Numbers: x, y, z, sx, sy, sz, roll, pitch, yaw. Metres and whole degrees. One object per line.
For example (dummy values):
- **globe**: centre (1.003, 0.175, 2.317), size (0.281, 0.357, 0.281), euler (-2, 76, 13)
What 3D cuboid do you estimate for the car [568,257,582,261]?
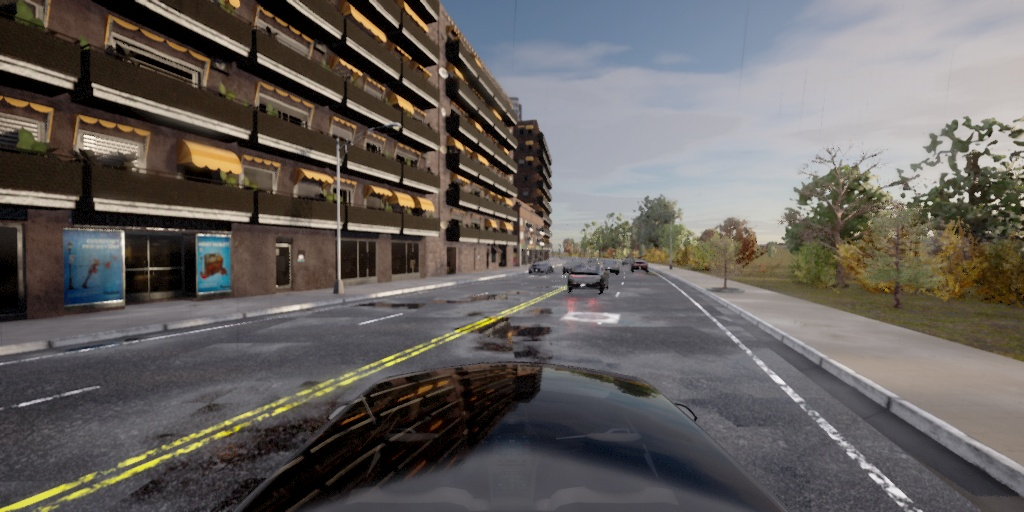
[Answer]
- **car**: centre (6.386, 1.160, 37.045), size (1.837, 1.490, 4.892), euler (0, 0, 17)

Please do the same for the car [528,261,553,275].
- **car**: centre (3.031, 1.220, 37.219), size (1.994, 1.385, 4.181), euler (0, 0, 18)

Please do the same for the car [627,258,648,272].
- **car**: centre (15.297, 1.137, 43.290), size (1.837, 1.490, 4.892), euler (0, 0, 16)

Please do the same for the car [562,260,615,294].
- **car**: centre (4.267, 1.194, 19.726), size (2.128, 1.511, 4.902), euler (0, 0, 19)

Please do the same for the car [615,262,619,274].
- **car**: centre (10.710, 1.211, 39.322), size (1.994, 1.385, 4.181), euler (0, 0, 17)
